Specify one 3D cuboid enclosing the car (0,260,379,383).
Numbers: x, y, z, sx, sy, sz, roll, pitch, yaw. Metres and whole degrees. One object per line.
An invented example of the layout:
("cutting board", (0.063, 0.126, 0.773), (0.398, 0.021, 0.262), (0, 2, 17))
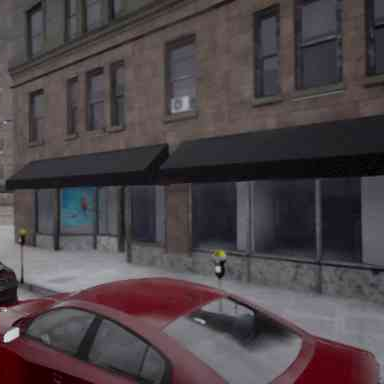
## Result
("car", (-0.632, 1.565, 3.309), (4.507, 1.381, 1.887), (-1, -1, 36))
